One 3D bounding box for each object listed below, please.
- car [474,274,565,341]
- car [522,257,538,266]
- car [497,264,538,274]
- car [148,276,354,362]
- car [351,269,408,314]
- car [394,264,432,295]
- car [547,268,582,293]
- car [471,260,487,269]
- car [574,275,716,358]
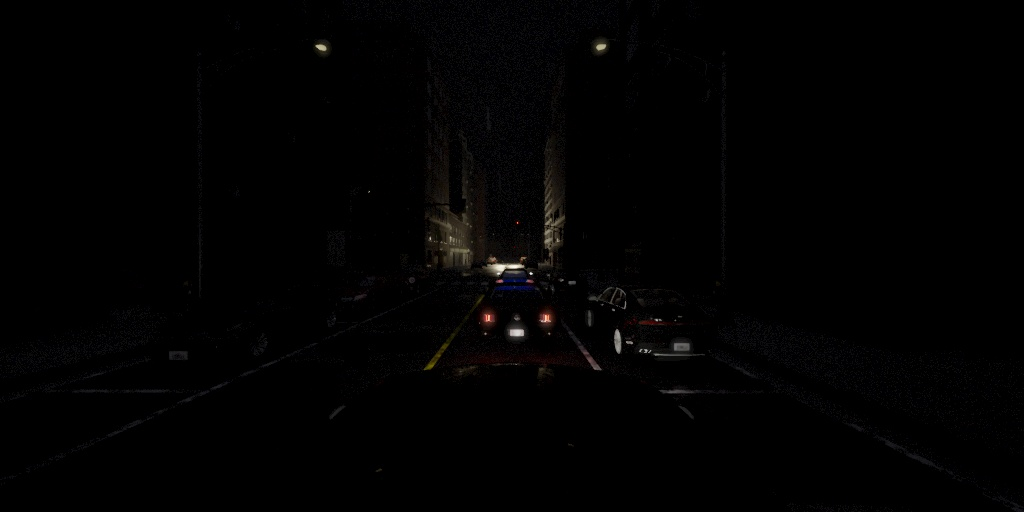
[{"bbox_3d":[0.118,1.351,9.858,1.895,1.301,4.718,0,0,0],"label":"car"},{"bbox_3d":[3.050,1.225,56.325,1.967,1.591,4.097,0,0,0],"label":"car"},{"bbox_3d":[0.145,1.314,18.617,1.994,1.385,4.181,0,0,1],"label":"car"},{"bbox_3d":[-5.650,1.315,8.258,1.948,1.339,4.313,0,0,0],"label":"car"},{"bbox_3d":[-5.635,1.332,13.760,1.802,1.307,4.207,0,0,0],"label":"car"},{"bbox_3d":[-5.618,1.190,19.261,1.967,1.591,4.097,0,0,0],"label":"car"},{"bbox_3d":[2.907,1.316,19.236,1.948,1.339,4.313,0,0,0],"label":"car"},{"bbox_3d":[-5.475,1.367,56.363,1.802,1.307,4.207,0,0,0],"label":"car"},{"bbox_3d":[2.875,1.300,8.234,2.007,1.370,4.403,0,0,0],"label":"car"}]
